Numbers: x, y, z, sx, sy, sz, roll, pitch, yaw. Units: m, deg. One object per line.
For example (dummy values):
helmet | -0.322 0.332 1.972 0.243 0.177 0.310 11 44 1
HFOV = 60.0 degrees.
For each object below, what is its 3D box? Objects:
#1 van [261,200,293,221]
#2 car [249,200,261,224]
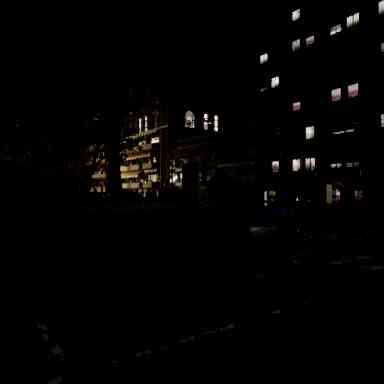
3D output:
van | 7.175 1.642 30.215 1.690 1.788 3.998 -1 0 -36
car | 2.521 1.543 26.797 2.150 2.045 5.566 0 -1 -36
